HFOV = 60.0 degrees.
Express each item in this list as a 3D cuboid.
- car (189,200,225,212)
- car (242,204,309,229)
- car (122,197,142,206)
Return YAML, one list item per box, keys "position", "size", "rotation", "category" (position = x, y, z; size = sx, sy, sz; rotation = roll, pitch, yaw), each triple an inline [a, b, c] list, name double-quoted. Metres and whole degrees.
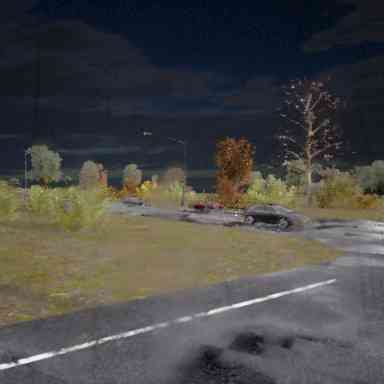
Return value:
- position: [1.633, 1.635, 39.536]
  size: [1.895, 1.301, 4.718]
  rotation: [0, 0, -37]
  category: "car"
- position: [5.614, 1.583, 22.716]
  size: [1.837, 1.490, 4.892]
  rotation: [0, 0, -37]
  category: "car"
- position: [-9.953, 1.498, 54.802]
  size: [1.994, 1.385, 4.181]
  rotation: [0, 0, -37]
  category: "car"
